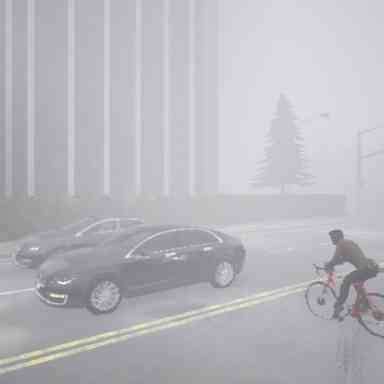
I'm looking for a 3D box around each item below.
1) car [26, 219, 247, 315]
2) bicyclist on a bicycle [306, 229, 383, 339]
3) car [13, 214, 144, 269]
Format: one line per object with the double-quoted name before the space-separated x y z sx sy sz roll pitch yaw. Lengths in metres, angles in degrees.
"car" -0.900 1.504 7.651 4.892 1.490 1.837 0 0 -35
"bicyclist on a bicycle" 2.568 1.455 5.508 0.582 1.620 1.656 0 -2 -35
"car" -2.875 1.491 10.541 4.902 1.511 2.128 0 0 -35
